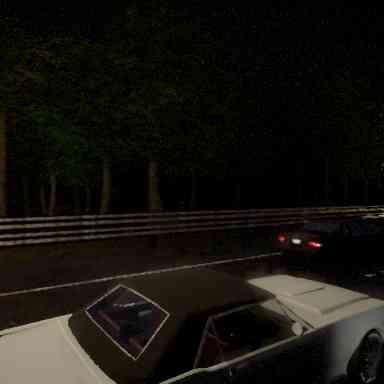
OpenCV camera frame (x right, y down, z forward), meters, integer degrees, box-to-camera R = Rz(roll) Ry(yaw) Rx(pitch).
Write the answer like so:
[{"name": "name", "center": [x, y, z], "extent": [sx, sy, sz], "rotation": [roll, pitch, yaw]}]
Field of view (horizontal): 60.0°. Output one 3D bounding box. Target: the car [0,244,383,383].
[{"name": "car", "center": [0.328, 1.601, 3.753], "extent": [4.718, 1.301, 1.895], "rotation": [0, 0, -34]}]

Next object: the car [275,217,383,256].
[{"name": "car", "center": [5.300, 1.575, 11.532], "extent": [5.357, 1.411, 2.033], "rotation": [0, 0, -33]}]
